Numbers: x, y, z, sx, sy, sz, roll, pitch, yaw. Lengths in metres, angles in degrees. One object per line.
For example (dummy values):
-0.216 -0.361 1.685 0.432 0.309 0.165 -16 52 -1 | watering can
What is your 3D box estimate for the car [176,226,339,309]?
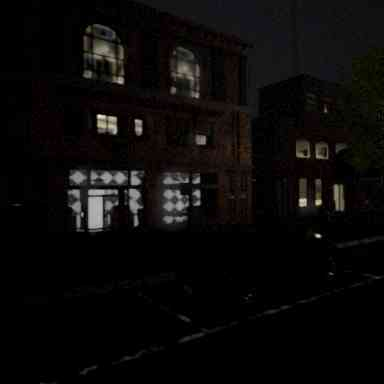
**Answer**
1.686 1.523 7.760 4.313 1.339 1.947 -1 0 -35 | car
